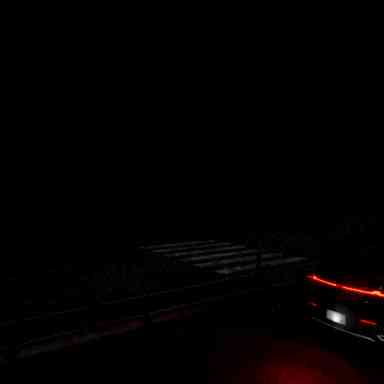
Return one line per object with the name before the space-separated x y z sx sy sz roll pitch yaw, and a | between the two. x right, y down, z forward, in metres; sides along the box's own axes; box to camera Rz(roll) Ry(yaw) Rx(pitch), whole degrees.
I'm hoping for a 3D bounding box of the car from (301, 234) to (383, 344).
car | 4.086 1.521 5.994 4.892 1.490 1.837 0 0 -32
